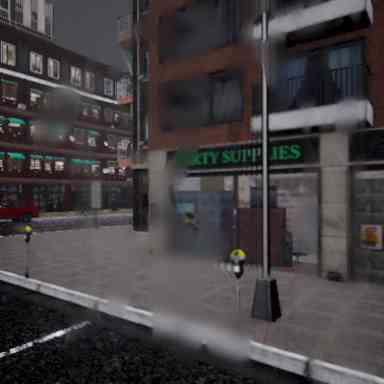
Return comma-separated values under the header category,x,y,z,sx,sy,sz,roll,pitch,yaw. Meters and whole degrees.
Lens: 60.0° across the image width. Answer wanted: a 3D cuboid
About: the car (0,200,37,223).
category,x,y,z,sx,sy,sz,roll,pitch,yaw
car,-15.137,1.607,26.909,2.192,1.841,5.009,-1,-2,35
